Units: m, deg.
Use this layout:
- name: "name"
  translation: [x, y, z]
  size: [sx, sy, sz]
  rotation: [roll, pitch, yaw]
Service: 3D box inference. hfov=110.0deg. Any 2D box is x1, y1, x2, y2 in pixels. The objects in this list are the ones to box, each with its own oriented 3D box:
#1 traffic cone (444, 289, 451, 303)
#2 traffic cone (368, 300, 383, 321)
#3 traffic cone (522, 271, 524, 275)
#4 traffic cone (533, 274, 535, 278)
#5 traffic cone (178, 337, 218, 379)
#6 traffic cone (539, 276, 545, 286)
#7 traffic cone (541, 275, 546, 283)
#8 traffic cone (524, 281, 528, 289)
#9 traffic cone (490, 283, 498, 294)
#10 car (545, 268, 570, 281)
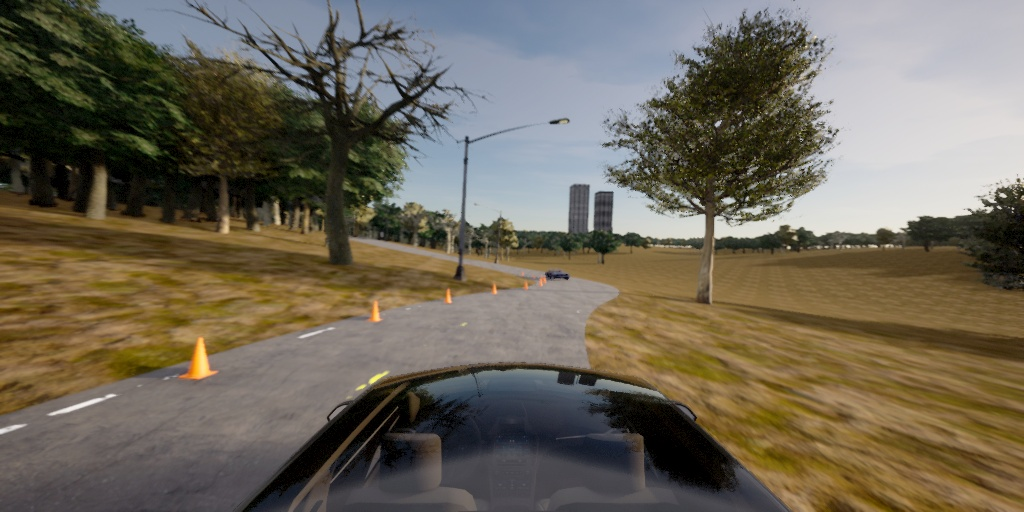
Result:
- name: "traffic cone"
  translation: [-2.859, 1.760, 15.953]
  size: [0.340, 0.580, 0.340]
  rotation: [0, 0, 17]
- name: "traffic cone"
  translation: [-4.147, 1.641, 10.831]
  size: [0.340, 0.580, 0.340]
  rotation: [0, 0, 11]
- name: "traffic cone"
  translation: [1.423, 2.279, 47.976]
  size: [0.340, 0.580, 0.340]
  rotation: [0, 0, -19]
- name: "traffic cone"
  translation: [2.638, 2.391, 43.535]
  size: [0.340, 0.580, 0.340]
  rotation: [0, 0, -11]
- name: "traffic cone"
  translation: [-4.895, 1.563, 5.603]
  size: [0.340, 0.580, 0.340]
  rotation: [0, 0, 5]
- name: "traffic cone"
  translation: [2.368, 2.189, 29.807]
  size: [0.340, 0.580, 0.340]
  rotation: [0, 0, 13]
- name: "traffic cone"
  translation: [3.117, 2.299, 34.355]
  size: [0.340, 0.580, 0.340]
  rotation: [0, 0, 5]
- name: "traffic cone"
  translation: [0.976, 2.054, 25.416]
  size: [0.340, 0.580, 0.340]
  rotation: [0, 0, 22]
- name: "traffic cone"
  translation: [-1.046, 1.899, 20.912]
  size: [0.340, 0.580, 0.340]
  rotation: [0, 0, 23]
- name: "car"
  translation: [5.183, 2.116, 41.162]
  size: [1.895, 1.301, 4.718]
  rotation: [2, 0, -7]
